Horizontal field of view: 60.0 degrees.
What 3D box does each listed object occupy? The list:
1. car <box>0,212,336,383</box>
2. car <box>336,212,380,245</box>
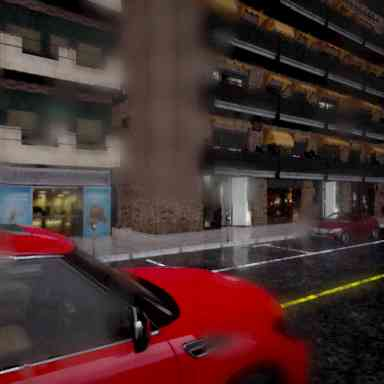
[{"bbox_3d":[-1.607,1.223,2.288,5.566,2.045,2.150,0,0,-35],"label":"car"},{"bbox_3d":[7.172,1.583,15.538,4.206,1.307,1.802,0,0,-35],"label":"car"}]
